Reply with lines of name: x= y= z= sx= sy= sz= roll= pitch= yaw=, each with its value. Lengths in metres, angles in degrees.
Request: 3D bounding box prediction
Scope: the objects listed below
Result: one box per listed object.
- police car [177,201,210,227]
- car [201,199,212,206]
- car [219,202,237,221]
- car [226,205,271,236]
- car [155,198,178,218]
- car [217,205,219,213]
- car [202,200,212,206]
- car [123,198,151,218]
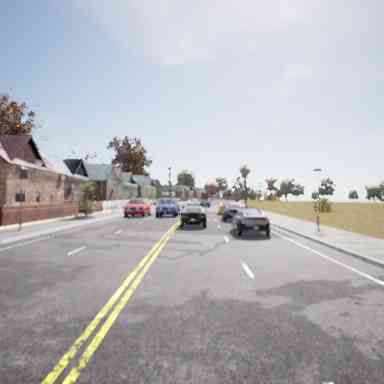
police car: x=0.211 y=1.757 z=25.720 sx=1.930 sy=1.638 sz=5.238 roll=0 pitch=-1 yaw=3
car: x=2.480 y=2.199 z=64.290 sx=2.097 sy=1.767 sz=4.553 roll=0 pitch=-1 yaw=2
car: x=3.819 y=1.907 z=31.187 sx=1.837 sy=1.490 sz=4.892 roll=0 pitch=-1 yaw=2
car: x=3.496 y=1.753 z=20.249 sx=2.128 sy=1.511 sz=4.902 roll=0 pitch=-1 yaw=1
car: x=-2.590 y=1.690 z=35.968 sx=2.150 sy=2.045 sz=5.566 roll=0 pitch=-1 yaw=2
car: x=4.273 y=2.026 z=42.121 sx=1.882 sy=1.535 sz=5.008 roll=0 pitch=-1 yaw=3
car: x=3.616 y=2.593 z=80.112 sx=2.128 sy=1.511 sz=4.902 roll=0 pitch=-1 yaw=5
car: x=-5.833 y=1.694 z=36.197 sx=2.150 sy=2.045 sz=5.566 roll=0 pitch=-1 yaw=2
